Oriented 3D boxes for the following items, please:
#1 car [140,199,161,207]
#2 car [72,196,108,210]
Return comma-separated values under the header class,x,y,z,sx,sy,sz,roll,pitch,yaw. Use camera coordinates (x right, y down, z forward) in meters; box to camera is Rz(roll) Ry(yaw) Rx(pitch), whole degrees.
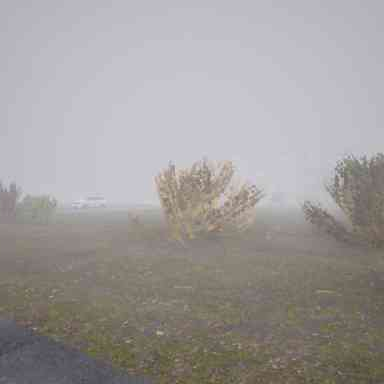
class,x,y,z,sx,sy,sz,roll,pitch,yaw
car,-7.433,2.084,61.229,1.812,1.442,4.674,-1,-1,36
car,-15.342,1.635,50.334,2.150,2.045,5.566,-1,-2,36
